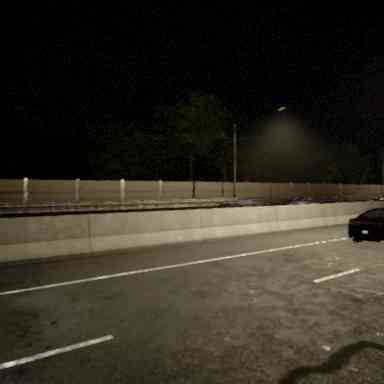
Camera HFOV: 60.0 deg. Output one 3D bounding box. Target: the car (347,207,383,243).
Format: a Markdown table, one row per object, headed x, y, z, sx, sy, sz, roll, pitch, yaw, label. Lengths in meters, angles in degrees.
| x | y | z | sx | sy | sz | roll | pitch | yaw | label |
| --- | --- | --- | --- | --- | --- | --- | --- | --- | --- |
| 8.673 | 1.376 | 14.230 | 5.008 | 1.535 | 1.882 | 0 | 0 | -35 | car |

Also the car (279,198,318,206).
| x | y | z | sx | sy | sz | roll | pitch | yaw | label |
| --- | --- | --- | --- | --- | --- | --- | --- | --- | --- |
| 9.048 | 1.399 | 27.641 | 5.357 | 1.411 | 2.033 | 0 | 0 | -35 | car |

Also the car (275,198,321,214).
| x | y | z | sx | sy | sz | roll | pitch | yaw | label |
| --- | --- | --- | --- | --- | --- | --- | --- | --- | --- |
| 10.571 | 1.334 | 33.021 | 4.892 | 1.490 | 1.837 | 0 | 0 | -35 | car |

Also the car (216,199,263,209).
| x | y | z | sx | sy | sz | roll | pitch | yaw | label |
| --- | --- | --- | --- | --- | --- | --- | --- | --- | --- |
| 4.832 | 1.400 | 33.232 | 5.357 | 1.411 | 2.033 | 0 | 0 | -35 | car |
